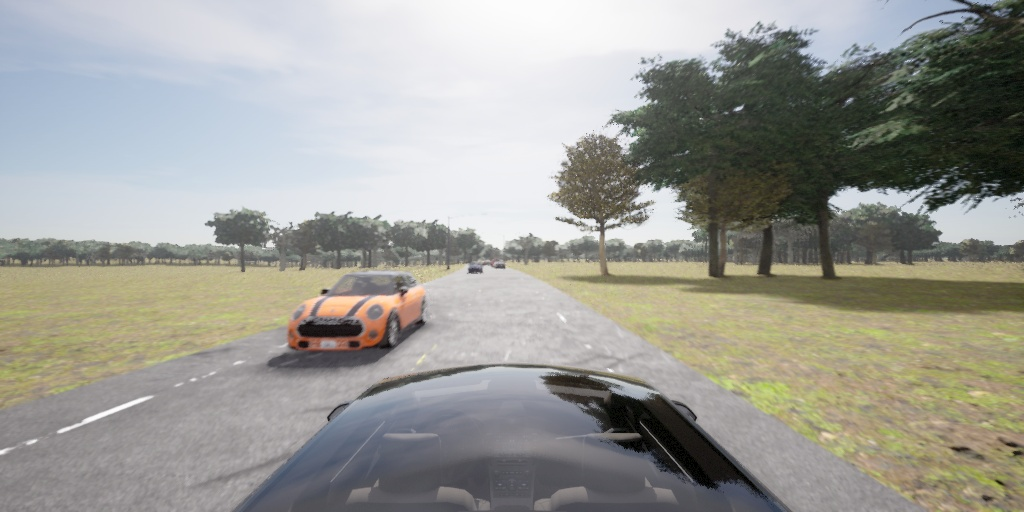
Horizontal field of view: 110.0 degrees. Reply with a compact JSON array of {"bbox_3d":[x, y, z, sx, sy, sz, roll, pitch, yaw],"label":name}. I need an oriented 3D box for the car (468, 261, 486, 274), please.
[{"bbox_3d":[-5.183,1.555,51.242,2.097,1.767,4.553,0,-1,-3],"label":"car"}]

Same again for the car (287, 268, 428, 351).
[{"bbox_3d":[-3.654,1.178,9.337,2.097,1.767,4.553,0,0,-1],"label":"car"}]
